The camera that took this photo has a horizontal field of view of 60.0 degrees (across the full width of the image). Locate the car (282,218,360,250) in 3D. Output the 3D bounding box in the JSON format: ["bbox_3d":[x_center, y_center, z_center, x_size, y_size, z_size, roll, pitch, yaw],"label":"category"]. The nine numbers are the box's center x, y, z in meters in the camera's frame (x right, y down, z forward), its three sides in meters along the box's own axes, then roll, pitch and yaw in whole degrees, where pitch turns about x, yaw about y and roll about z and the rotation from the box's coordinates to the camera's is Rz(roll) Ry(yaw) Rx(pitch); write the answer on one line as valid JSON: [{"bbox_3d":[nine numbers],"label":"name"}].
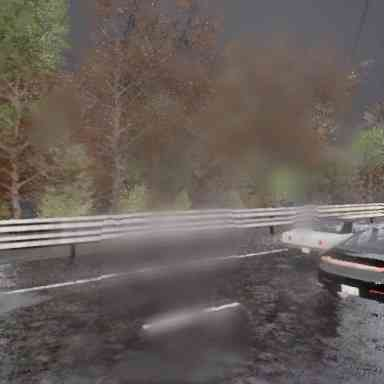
[{"bbox_3d":[5.491,1.577,11.940,4.718,1.301,1.895,0,0,-34],"label":"car"}]

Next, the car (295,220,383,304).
[{"bbox_3d":[4.723,1.476,7.129,4.902,1.511,2.128,0,0,-35],"label":"car"}]
